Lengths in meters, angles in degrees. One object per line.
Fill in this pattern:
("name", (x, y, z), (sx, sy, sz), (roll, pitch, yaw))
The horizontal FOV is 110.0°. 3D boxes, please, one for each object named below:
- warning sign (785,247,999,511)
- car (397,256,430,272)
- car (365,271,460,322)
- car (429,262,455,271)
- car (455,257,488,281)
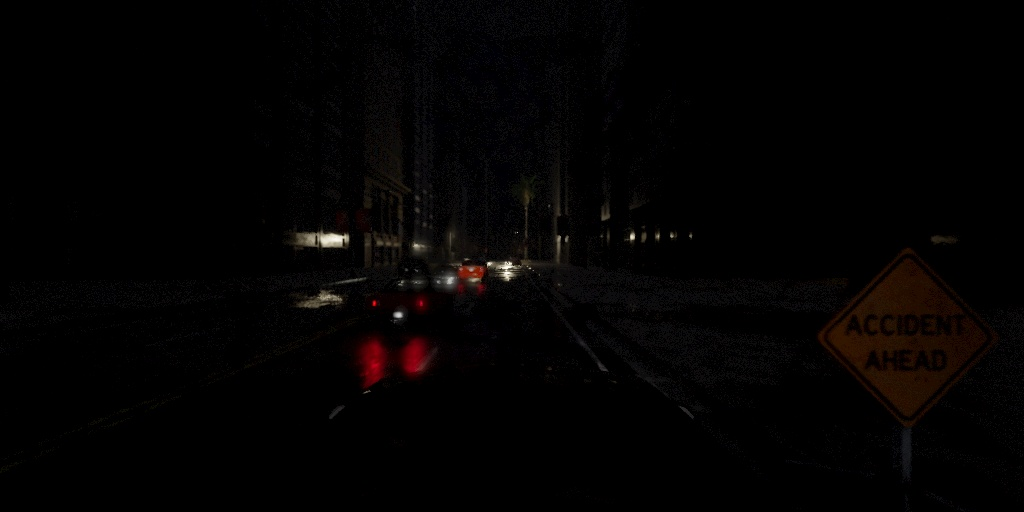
("warning sign", (2.849, 0.866, 2.626), (1.300, 1.860, 1.060), (0, 0, 0))
("car", (-9.854, 0.973, 36.410), (2.150, 2.045, 5.566), (0, 0, 0))
("car", (-3.160, 1.351, 12.222), (1.895, 1.301, 4.718), (0, 0, 0))
("car", (-6.603, 1.316, 36.059), (1.994, 1.385, 4.181), (0, 0, 0))
("car", (-3.164, 1.103, 30.087), (2.097, 1.767, 4.553), (0, 0, 0))
